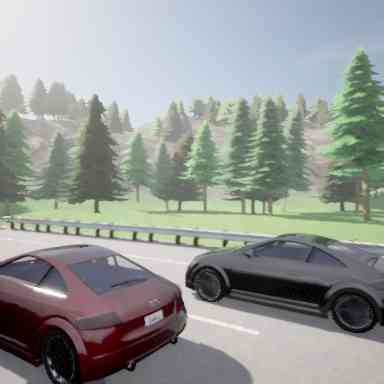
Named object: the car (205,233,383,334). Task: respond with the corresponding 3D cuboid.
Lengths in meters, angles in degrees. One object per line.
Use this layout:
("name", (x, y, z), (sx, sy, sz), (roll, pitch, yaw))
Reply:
("car", (1.916, 1.550, 6.794), (4.181, 1.385, 1.994), (0, 0, 35))

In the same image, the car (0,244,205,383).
("car", (-2.134, 1.557, 5.322), (4.181, 1.385, 1.994), (0, 0, 34))
